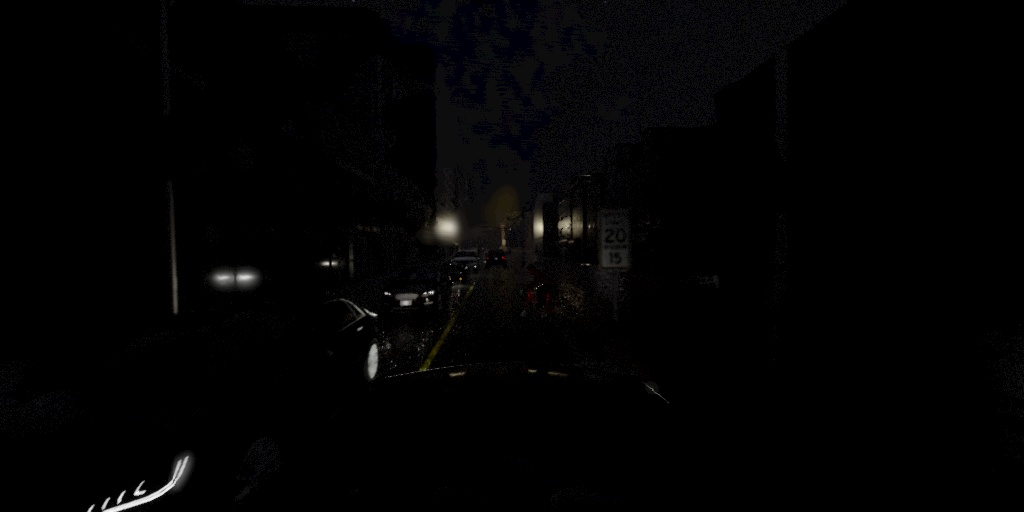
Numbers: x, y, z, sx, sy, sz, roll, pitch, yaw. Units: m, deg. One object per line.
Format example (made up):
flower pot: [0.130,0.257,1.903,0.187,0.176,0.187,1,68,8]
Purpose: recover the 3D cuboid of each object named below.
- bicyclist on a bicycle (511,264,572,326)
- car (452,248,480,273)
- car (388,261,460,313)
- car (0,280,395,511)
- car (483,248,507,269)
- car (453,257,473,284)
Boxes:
bicyclist on a bicycle: [0.747,1.033,9.643,1.656,1.620,0.582,-6,1,-3]
car: [-4.390,0.446,34.045,2.150,2.045,5.566,-1,2,-6]
car: [-3.379,1.130,13.424,2.128,1.511,4.902,-1,1,-3]
car: [-2.936,1.275,4.110,1.837,1.490,4.892,-1,1,-5]
car: [-1.714,0.272,38.974,2.150,2.045,5.566,-1,2,-3]
car: [-3.869,1.023,23.349,1.994,1.385,4.181,-1,1,-3]
